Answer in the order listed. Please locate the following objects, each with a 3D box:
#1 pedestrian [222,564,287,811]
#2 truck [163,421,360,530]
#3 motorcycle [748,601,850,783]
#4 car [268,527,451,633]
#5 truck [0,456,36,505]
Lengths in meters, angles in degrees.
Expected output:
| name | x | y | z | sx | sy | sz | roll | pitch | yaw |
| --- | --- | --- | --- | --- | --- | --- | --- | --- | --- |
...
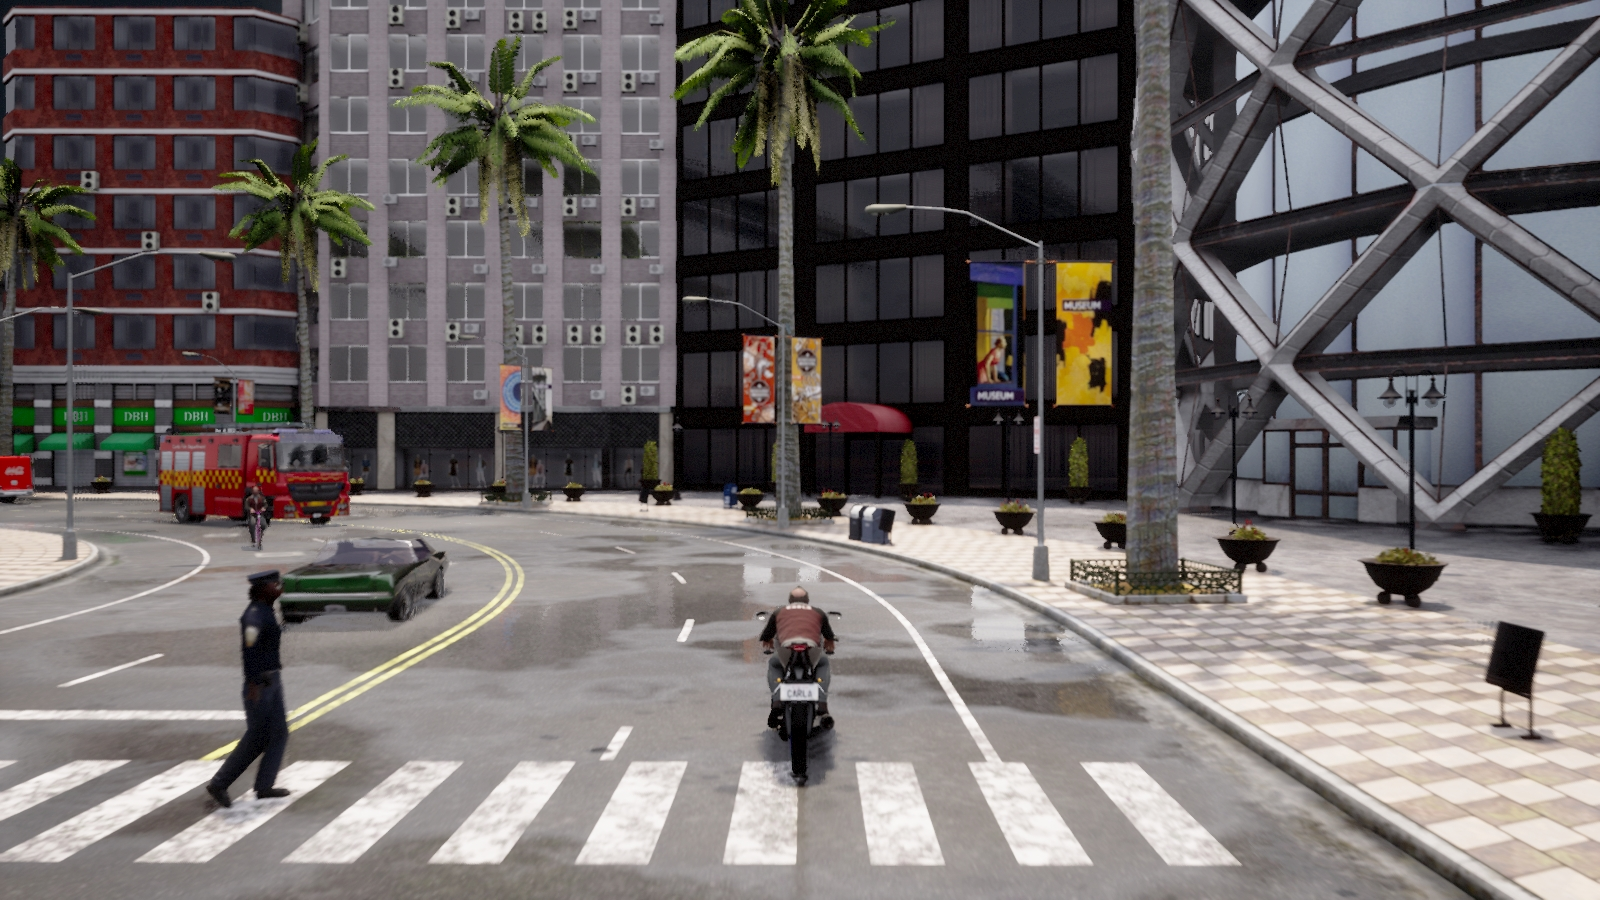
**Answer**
| name | x | y | z | sx | sy | sz | roll | pitch | yaw |
| --- | --- | --- | --- | --- | --- | --- | --- | --- | --- |
| pedestrian | -4.299 | 1.848 | 9.017 | 0.375 | 1.860 | 0.375 | 0 | 0 | -11 |
| truck | -20.530 | 0.888 | 43.350 | 8.468 | 3.827 | 2.891 | 0 | 0 | 35 |
| motorcycle | -0.011 | 2.204 | 10.817 | 0.867 | 1.251 | 2.209 | 0 | 0 | 0 |
| car | -7.499 | 2.154 | 19.953 | 1.895 | 1.301 | 4.718 | 0 | 0 | -7 |
| truck | -42.745 | 1.563 | 58.801 | 5.204 | 2.467 | 2.627 | 0 | 0 | 6 |
